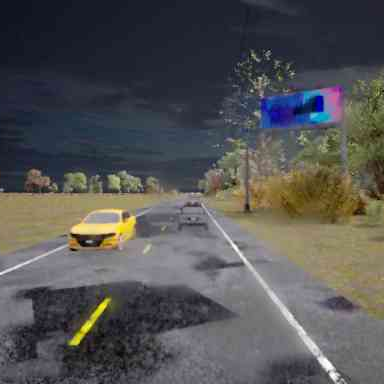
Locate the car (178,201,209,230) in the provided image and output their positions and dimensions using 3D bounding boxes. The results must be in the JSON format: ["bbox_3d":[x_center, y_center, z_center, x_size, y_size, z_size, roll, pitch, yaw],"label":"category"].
[{"bbox_3d":[0.081,1.546,20.978,2.033,1.411,5.357,0,0,0],"label":"car"}]

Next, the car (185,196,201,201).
[{"bbox_3d":[0.096,1.349,42.827,2.097,1.767,4.553,0,0,0],"label":"car"}]

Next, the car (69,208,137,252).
[{"bbox_3d":[-3.589,1.477,14.142,1.882,1.535,5.008,0,0,0],"label":"car"}]
